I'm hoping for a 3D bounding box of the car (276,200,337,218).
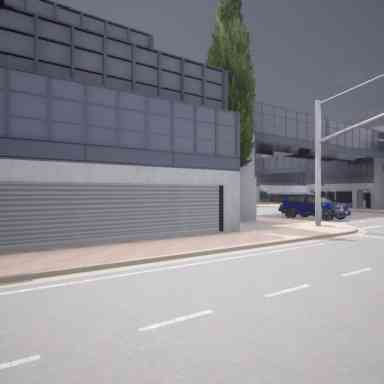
[{"bbox_3d":[10.811,1.547,31.844,2.033,1.411,5.357,0,0,-37],"label":"car"}]

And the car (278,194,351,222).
[{"bbox_3d":[9.934,1.222,27.162,2.150,2.045,5.566,0,0,-37],"label":"car"}]
